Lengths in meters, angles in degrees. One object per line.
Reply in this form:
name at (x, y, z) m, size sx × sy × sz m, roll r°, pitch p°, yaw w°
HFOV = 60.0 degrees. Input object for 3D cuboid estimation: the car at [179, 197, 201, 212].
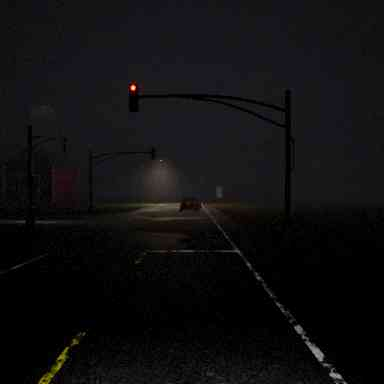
car at (-0.179, 1.326, 38.874) m, size 2.097 × 1.767 × 4.553 m, roll 0°, pitch 0°, yaw 6°
